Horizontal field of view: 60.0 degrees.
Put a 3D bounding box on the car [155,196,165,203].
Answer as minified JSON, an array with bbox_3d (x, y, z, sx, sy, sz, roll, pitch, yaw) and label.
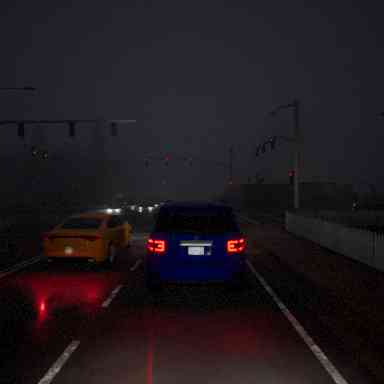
[{"bbox_3d":[-6.789,1.524,71.176,1.812,1.442,4.674,0,0,0],"label":"car"}]

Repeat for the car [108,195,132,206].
[{"bbox_3d":[-10.454,1.491,47.050,2.128,1.511,4.902,0,0,0],"label":"car"}]

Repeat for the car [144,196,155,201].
[{"bbox_3d":[-10.261,1.587,80.733,1.895,1.301,4.718,0,0,0],"label":"car"}]

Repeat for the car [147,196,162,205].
[{"bbox_3d":[-6.885,1.547,61.238,2.033,1.411,5.357,0,0,1],"label":"car"}]

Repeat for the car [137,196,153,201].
[{"bbox_3d":[-6.927,1.526,51.649,1.812,1.442,4.674,0,0,0],"label":"car"}]

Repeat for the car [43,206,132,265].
[{"bbox_3d":[-3.389,1.478,11.686,1.882,1.535,5.008,0,0,0],"label":"car"}]

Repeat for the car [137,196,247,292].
[{"bbox_3d":[0.089,1.221,9.061,2.150,2.045,5.566,0,0,0],"label":"car"}]

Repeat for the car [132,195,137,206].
[{"bbox_3d":[-10.416,1.352,56.178,2.097,1.767,4.553,0,0,0],"label":"car"}]

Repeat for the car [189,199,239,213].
[{"bbox_3d":[2.503,1.547,38.371,5.357,1.411,2.033,0,0,32],"label":"car"}]

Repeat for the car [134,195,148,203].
[{"bbox_3d":[-10.313,1.477,67.534,1.882,1.535,5.008,0,0,0],"label":"car"}]

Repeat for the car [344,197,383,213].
[{"bbox_3d":[19.127,1.351,36.292,4.553,1.767,2.097,0,0,-1],"label":"car"}]
